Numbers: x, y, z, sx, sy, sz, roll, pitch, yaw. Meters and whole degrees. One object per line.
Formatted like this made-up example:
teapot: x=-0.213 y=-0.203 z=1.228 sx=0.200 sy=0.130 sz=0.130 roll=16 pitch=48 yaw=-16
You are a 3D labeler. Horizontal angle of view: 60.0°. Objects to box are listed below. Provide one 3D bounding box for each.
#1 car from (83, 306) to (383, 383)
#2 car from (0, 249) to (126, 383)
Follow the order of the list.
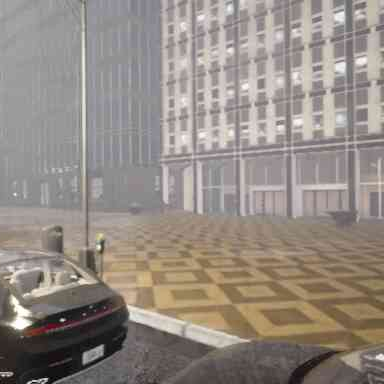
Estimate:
car: x=1.680 y=1.552 z=1.689 sx=4.403 sy=1.369 sz=2.008 roll=0 pitch=-1 yaw=36
car: x=-2.853 y=1.538 z=4.923 sx=4.403 sy=1.369 sz=2.008 roll=0 pitch=-1 yaw=36
